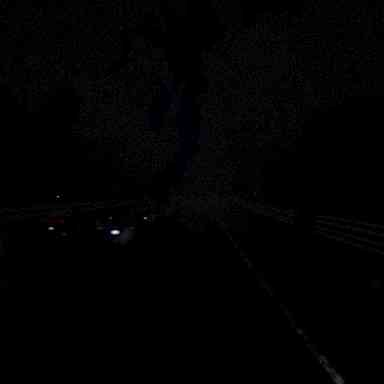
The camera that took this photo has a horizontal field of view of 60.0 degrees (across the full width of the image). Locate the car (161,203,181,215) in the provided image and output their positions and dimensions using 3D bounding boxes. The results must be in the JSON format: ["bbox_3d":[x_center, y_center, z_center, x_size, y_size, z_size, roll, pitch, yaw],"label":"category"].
[{"bbox_3d":[-2.249,1.845,37.199,1.895,1.301,4.718,0,0,3],"label":"car"}]

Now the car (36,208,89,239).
[{"bbox_3d":[-6.599,1.596,18.216,1.882,1.535,5.008,0,0,2],"label":"car"}]

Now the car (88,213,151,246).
[{"bbox_3d":[-3.159,1.668,15.903,1.994,1.385,4.181,0,0,1],"label":"car"}]
